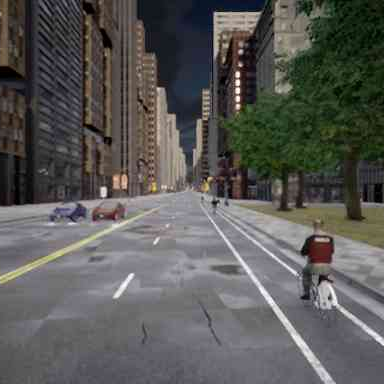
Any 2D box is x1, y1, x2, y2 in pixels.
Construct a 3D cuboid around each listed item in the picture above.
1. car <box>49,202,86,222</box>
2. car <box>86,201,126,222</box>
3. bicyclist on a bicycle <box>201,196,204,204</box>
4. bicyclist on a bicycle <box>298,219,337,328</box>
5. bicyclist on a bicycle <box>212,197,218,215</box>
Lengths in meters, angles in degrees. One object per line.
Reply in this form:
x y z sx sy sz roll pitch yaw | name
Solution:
-9.881 1.555 26.970 1.812 1.442 4.674 0 0 0 | car
-6.641 1.506 26.945 1.882 1.535 5.008 0 0 0 | car
2.190 1.619 68.358 0.582 1.620 1.656 1 -1 0 | bicyclist on a bicycle
2.245 1.376 6.114 0.659 1.776 1.843 0 0 0 | bicyclist on a bicycle
2.211 1.410 32.613 0.659 1.776 1.843 0 0 0 | bicyclist on a bicycle
